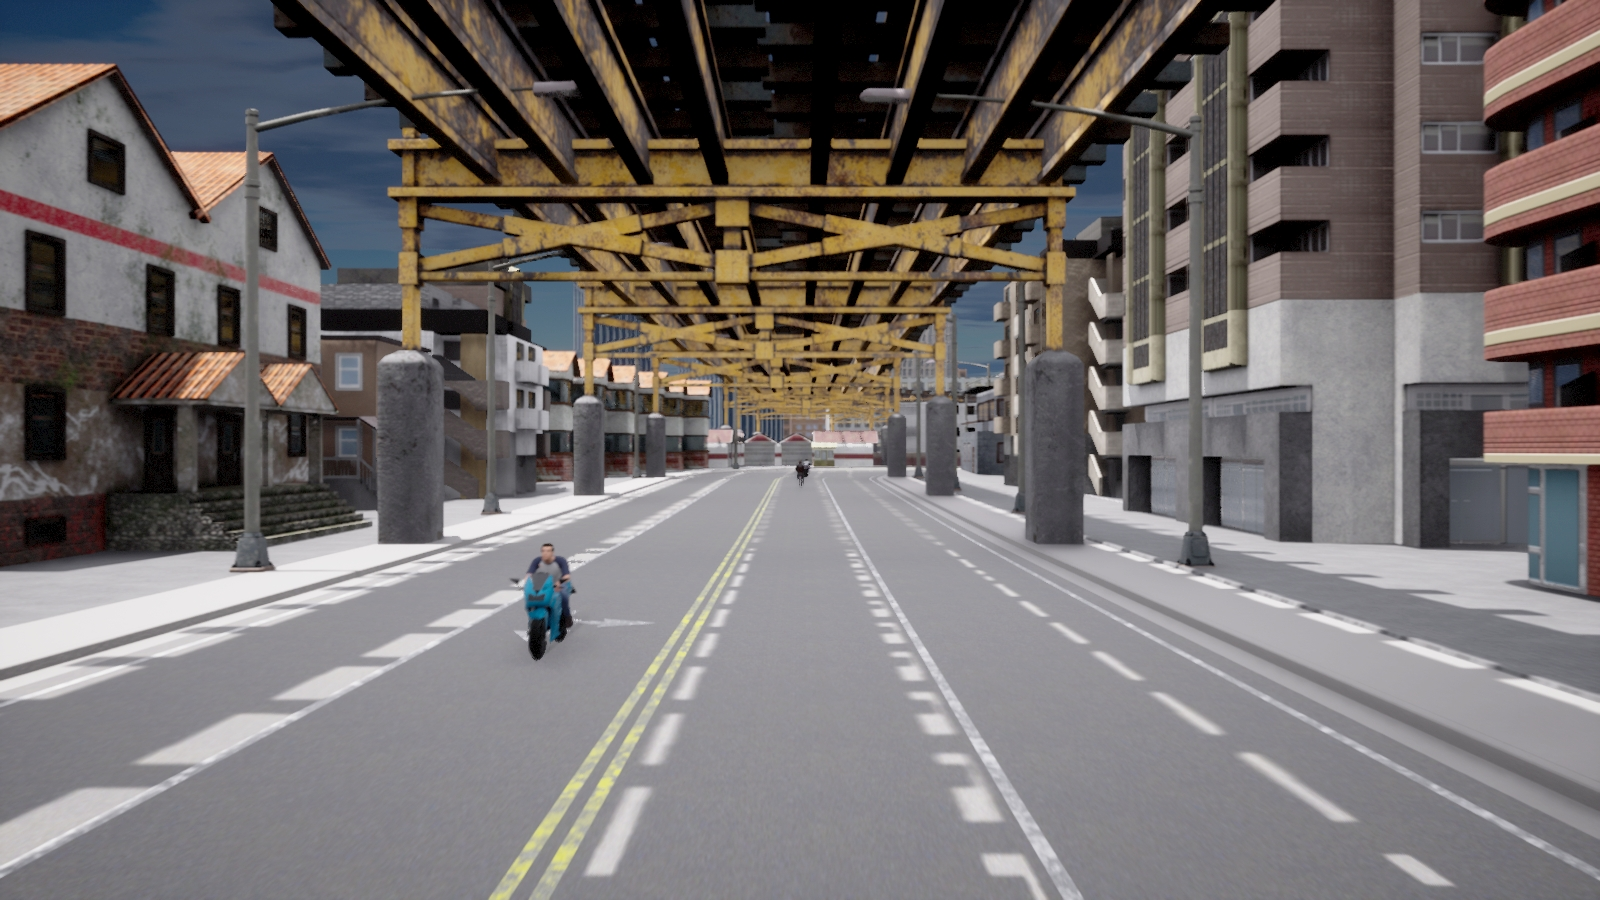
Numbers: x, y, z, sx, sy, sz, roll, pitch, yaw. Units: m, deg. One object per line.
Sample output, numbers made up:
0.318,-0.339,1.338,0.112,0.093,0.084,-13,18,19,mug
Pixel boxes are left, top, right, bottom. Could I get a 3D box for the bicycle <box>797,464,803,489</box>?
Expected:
-0.004,1.649,70.775,0.329,1.496,1.835,0,1,0,bicycle
